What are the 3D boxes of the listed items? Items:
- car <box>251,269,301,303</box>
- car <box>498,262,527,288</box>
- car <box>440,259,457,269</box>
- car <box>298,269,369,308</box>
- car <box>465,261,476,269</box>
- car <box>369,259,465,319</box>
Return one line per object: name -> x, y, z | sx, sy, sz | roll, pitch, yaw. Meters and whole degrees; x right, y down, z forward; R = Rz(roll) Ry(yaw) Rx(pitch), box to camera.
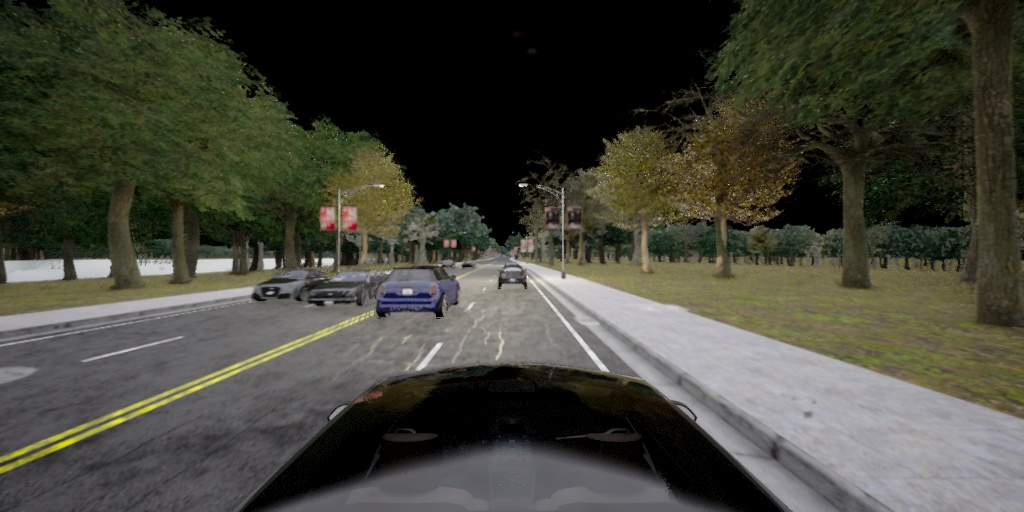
car -> -9.879, 1.315, 16.647 | 1.994, 1.385, 4.181 | 0, 0, 0
car -> 0.034, 1.282, 23.565 | 1.812, 1.442, 4.674 | 0, 0, 0
car -> -10.123, 1.314, 57.182 | 1.837, 1.490, 4.892 | 0, 0, 0
car -> -6.628, 1.298, 15.620 | 2.033, 1.411, 5.357 | 0, 0, 0
car -> -6.869, 1.410, 56.821 | 1.895, 1.301, 4.718 | 0, 0, 0
car -> -3.170, 1.101, 12.994 | 2.097, 1.767, 4.553 | 0, 0, 0
